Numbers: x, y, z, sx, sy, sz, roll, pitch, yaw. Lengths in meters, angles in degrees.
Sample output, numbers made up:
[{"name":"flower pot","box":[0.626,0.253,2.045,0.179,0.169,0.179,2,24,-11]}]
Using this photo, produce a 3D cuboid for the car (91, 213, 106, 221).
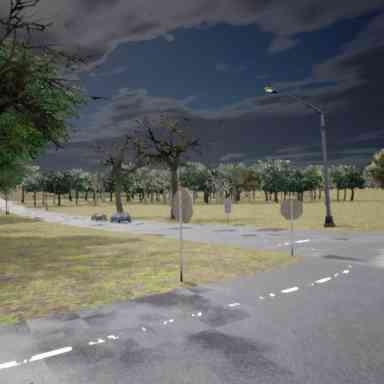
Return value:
[{"name":"car","box":[-16.984,4.535,60.725,1.812,1.442,4.674,-1,-1,-34]}]

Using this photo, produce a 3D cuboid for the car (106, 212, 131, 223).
[{"name":"car","box":[-11.351,3.944,52.504,2.097,1.767,4.553,-1,-2,-34]}]
